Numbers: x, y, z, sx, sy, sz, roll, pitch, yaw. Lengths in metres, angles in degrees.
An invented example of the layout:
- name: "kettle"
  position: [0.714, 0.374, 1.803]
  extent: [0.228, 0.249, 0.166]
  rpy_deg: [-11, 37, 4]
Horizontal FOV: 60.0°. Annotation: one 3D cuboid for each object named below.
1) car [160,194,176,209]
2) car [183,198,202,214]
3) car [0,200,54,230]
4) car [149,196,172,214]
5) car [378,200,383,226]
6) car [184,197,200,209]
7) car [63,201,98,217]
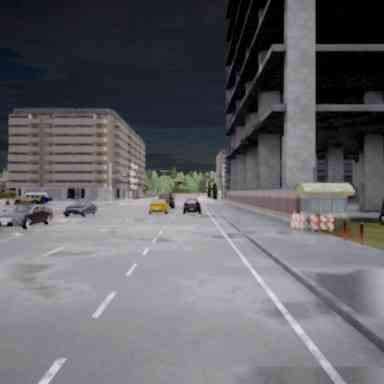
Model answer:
- name: "car"
  position: [-3.515, 1.269, 46.425]
  extent: [2.150, 2.045, 5.566]
  rpy_deg: [0, 0, 0]
- name: "car"
  position: [0.010, 1.515, 35.364]
  extent: [1.882, 1.535, 5.008]
  rpy_deg: [0, 0, 0]
- name: "car"
  position: [-10.588, 1.503, 21.266]
  extent: [2.128, 1.511, 4.902]
  rpy_deg: [0, 0, 0]
- name: "car"
  position: [-3.485, 1.512, 35.656]
  extent: [1.882, 1.535, 5.008]
  rpy_deg: [0, 0, 0]
- name: "car"
  position: [13.074, 1.205, 20.159]
  extent: [1.905, 1.878, 3.866]
  rpy_deg: [0, 0, 0]
- name: "car"
  position: [-0.006, 1.543, 47.254]
  extent: [2.128, 1.511, 4.902]
  rpy_deg: [0, 0, 0]
- name: "car"
  position: [-10.522, 1.570, 31.840]
  extent: [2.033, 1.411, 5.357]
  rpy_deg: [0, 0, 0]
